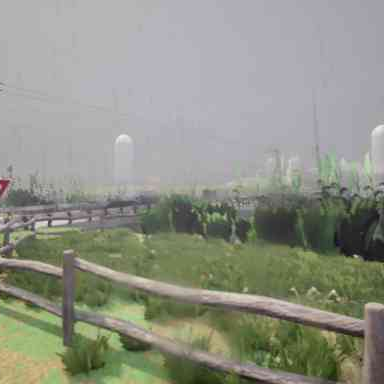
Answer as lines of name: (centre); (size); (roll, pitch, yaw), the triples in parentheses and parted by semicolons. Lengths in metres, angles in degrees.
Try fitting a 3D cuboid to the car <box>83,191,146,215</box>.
car: (-6.240, 0.981, 26.372); (2.128, 1.511, 4.902); (0, 2, 38)
